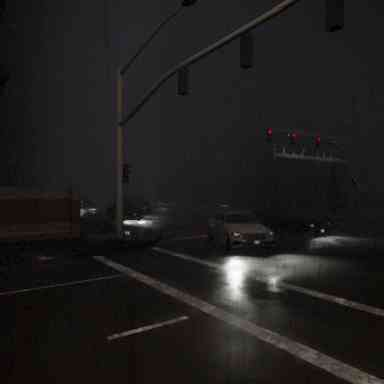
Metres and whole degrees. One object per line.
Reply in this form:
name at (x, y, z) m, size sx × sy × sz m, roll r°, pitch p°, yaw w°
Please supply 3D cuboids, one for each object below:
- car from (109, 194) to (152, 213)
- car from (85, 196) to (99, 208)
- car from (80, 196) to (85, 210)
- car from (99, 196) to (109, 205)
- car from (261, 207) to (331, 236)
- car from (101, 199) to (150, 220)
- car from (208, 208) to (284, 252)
car at (-6.217, 1.231, 34.495) m, size 2.150 × 2.045 × 5.566 m, roll 0°, pitch 0°, yaw -36°
car at (-15.376, 1.360, 47.284) m, size 2.097 × 1.767 × 4.553 m, roll 0°, pitch 0°, yaw -35°
car at (-15.259, 1.484, 41.098) m, size 1.882 × 1.535 × 5.008 m, roll 0°, pitch 0°, yaw -36°
car at (-16.828, 1.490, 61.604) m, size 1.882 × 1.535 × 5.008 m, roll 0°, pitch 0°, yaw -36°
car at (5.014, 1.556, 18.858) m, size 2.033 × 1.411 × 5.357 m, roll 0°, pitch 0°, yaw -36°
car at (-5.609, 1.570, 27.645) m, size 1.994 × 1.385 × 4.181 m, roll 0°, pitch 0°, yaw -36°
car at (1.921, 1.531, 14.206) m, size 1.812 × 1.442 × 4.674 m, roll 1°, pitch 0°, yaw -10°
